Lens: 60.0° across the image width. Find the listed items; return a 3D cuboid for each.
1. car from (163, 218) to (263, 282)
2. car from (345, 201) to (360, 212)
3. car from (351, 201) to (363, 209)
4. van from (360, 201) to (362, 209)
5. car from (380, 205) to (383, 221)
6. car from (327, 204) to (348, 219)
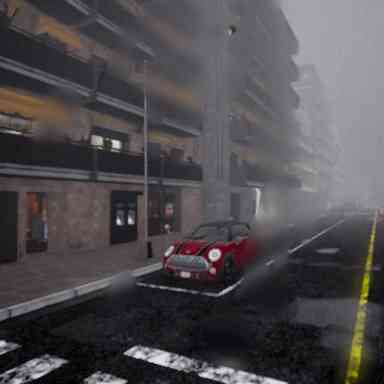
[{"bbox_3d":[0.801,1.707,10.600,1.967,1.590,4.097,-1,-2,29],"label":"car"},{"bbox_3d":[28.518,2.649,59.966,2.192,1.841,5.009,-1,-2,29],"label":"car"},{"bbox_3d":[39.604,3.099,79.709,2.192,1.841,5.009,-1,-2,29],"label":"car"},{"bbox_3d":[36.834,3.007,74.773,1.690,1.788,3.998,-1,-2,29],"label":"van"},{"bbox_3d":[20.486,2.252,33.930,2.033,1.411,5.357,-1,-2,30],"label":"car"},{"bbox_3d":[17.431,2.480,40.213,1.802,1.307,4.206,-1,-2,29],"label":"car"}]
